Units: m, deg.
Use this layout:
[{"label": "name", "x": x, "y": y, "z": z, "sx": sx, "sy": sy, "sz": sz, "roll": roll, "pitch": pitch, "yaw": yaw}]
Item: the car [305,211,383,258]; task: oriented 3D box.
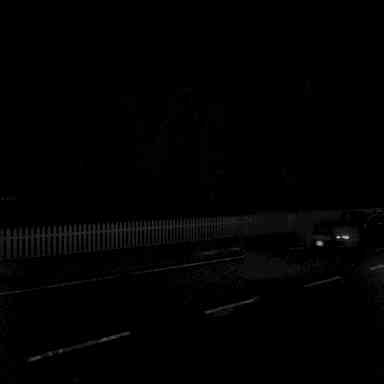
[{"label": "car", "x": 6.364, "y": 1.491, "z": 12.799, "sx": 4.902, "sy": 1.511, "sz": 2.128, "roll": 0, "pitch": 0, "yaw": -35}]
